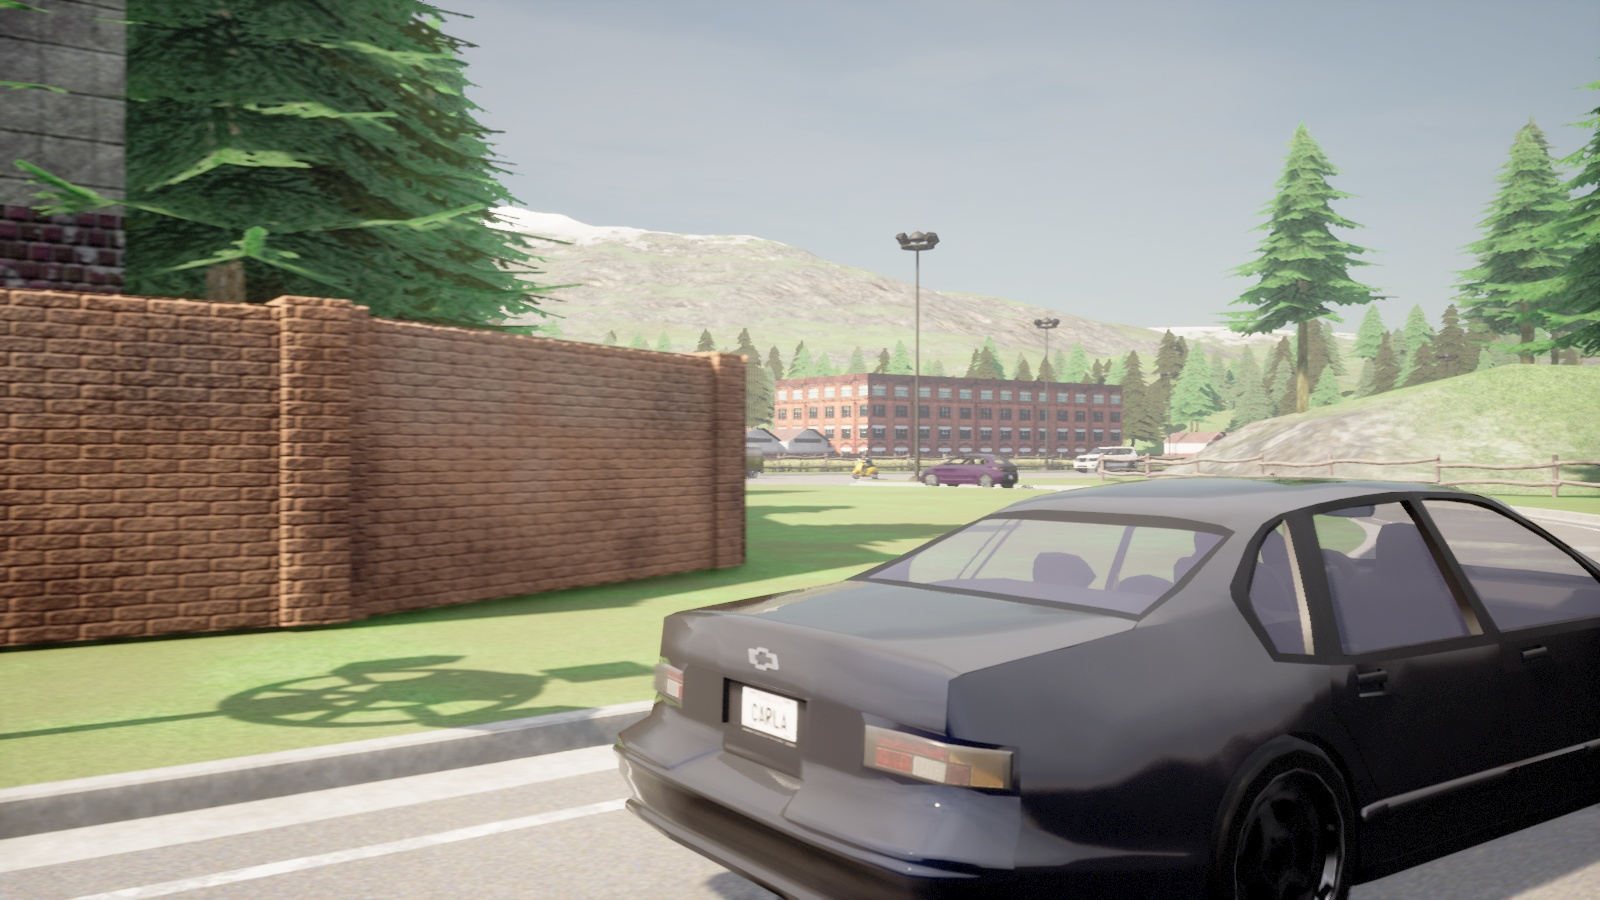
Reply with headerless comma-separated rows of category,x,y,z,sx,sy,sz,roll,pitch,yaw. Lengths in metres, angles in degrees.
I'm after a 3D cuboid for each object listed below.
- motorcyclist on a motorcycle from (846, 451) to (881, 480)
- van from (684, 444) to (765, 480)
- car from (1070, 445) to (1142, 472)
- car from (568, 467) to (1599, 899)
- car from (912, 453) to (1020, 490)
motorcyclist on a motorcycle,3.527,0.861,69.605,1.817,1.590,0.866,0,0,-35
van,-4.345,0.685,72.670,4.442,1.987,1.775,0,0,-35
car,23.411,0.650,96.084,5.566,2.045,2.150,0,0,-34
car,1.980,0.800,5.037,5.357,1.411,2.033,0,0,-35
car,6.892,0.872,52.433,4.193,1.474,1.816,0,0,41
